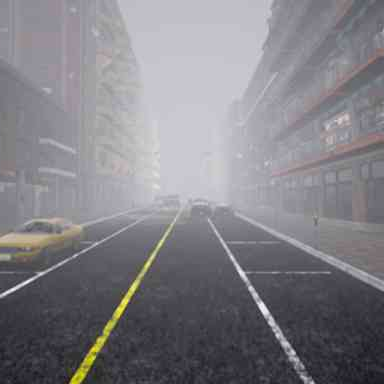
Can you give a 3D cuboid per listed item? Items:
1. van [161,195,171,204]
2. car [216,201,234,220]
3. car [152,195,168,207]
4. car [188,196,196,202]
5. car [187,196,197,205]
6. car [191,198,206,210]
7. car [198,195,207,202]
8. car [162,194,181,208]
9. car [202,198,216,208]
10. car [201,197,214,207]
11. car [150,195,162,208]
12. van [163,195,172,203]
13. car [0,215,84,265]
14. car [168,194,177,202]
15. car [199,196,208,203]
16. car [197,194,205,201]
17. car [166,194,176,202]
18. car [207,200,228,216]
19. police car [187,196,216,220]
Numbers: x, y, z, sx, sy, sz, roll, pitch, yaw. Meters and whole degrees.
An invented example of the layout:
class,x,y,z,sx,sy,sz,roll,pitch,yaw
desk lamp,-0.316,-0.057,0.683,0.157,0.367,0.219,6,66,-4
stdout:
class,x,y,z,sx,sy,sz,roll,pitch,yaw
van,-5.281,1.481,67.303,1.690,1.788,3.998,2,0,0
car,2.589,1.575,28.525,1.887,1.381,4.507,1,0,0
car,-5.282,1.418,56.244,2.192,1.841,5.009,2,0,0
car,0.011,1.627,79.776,1.895,1.301,4.718,0,0,0
car,0.009,1.637,64.740,1.837,1.490,4.892,0,0,0
car,0.832,1.593,44.197,1.812,1.442,4.674,0,0,0
car,2.605,1.652,83.833,1.967,1.590,4.097,1,0,0
car,-2.825,1.305,50.080,2.150,2.045,5.566,0,0,0
car,2.591,1.630,50.648,1.887,1.381,4.507,1,0,0
car,2.592,1.653,56.179,2.008,1.369,4.403,1,0,0
car,-5.288,1.611,50.542,1.752,1.417,4.829,2,0,0
van,-5.281,1.504,72.835,1.690,1.788,3.998,1,0,0
car,-5.291,1.533,11.835,1.752,1.417,4.829,2,0,0
car,-5.279,1.554,89.425,2.192,1.841,5.009,1,0,0
car,2.595,1.731,78.301,1.887,1.381,4.507,1,0,0
car,2.568,1.580,94.896,2.192,1.841,5.009,1,0,0
car,-5.279,1.527,83.895,2.192,1.841,5.009,1,0,0
car,2.590,1.567,34.227,1.752,1.417,4.829,1,0,0
police car,0.717,1.455,28.303,1.930,1.638,5.238,0,0,0
